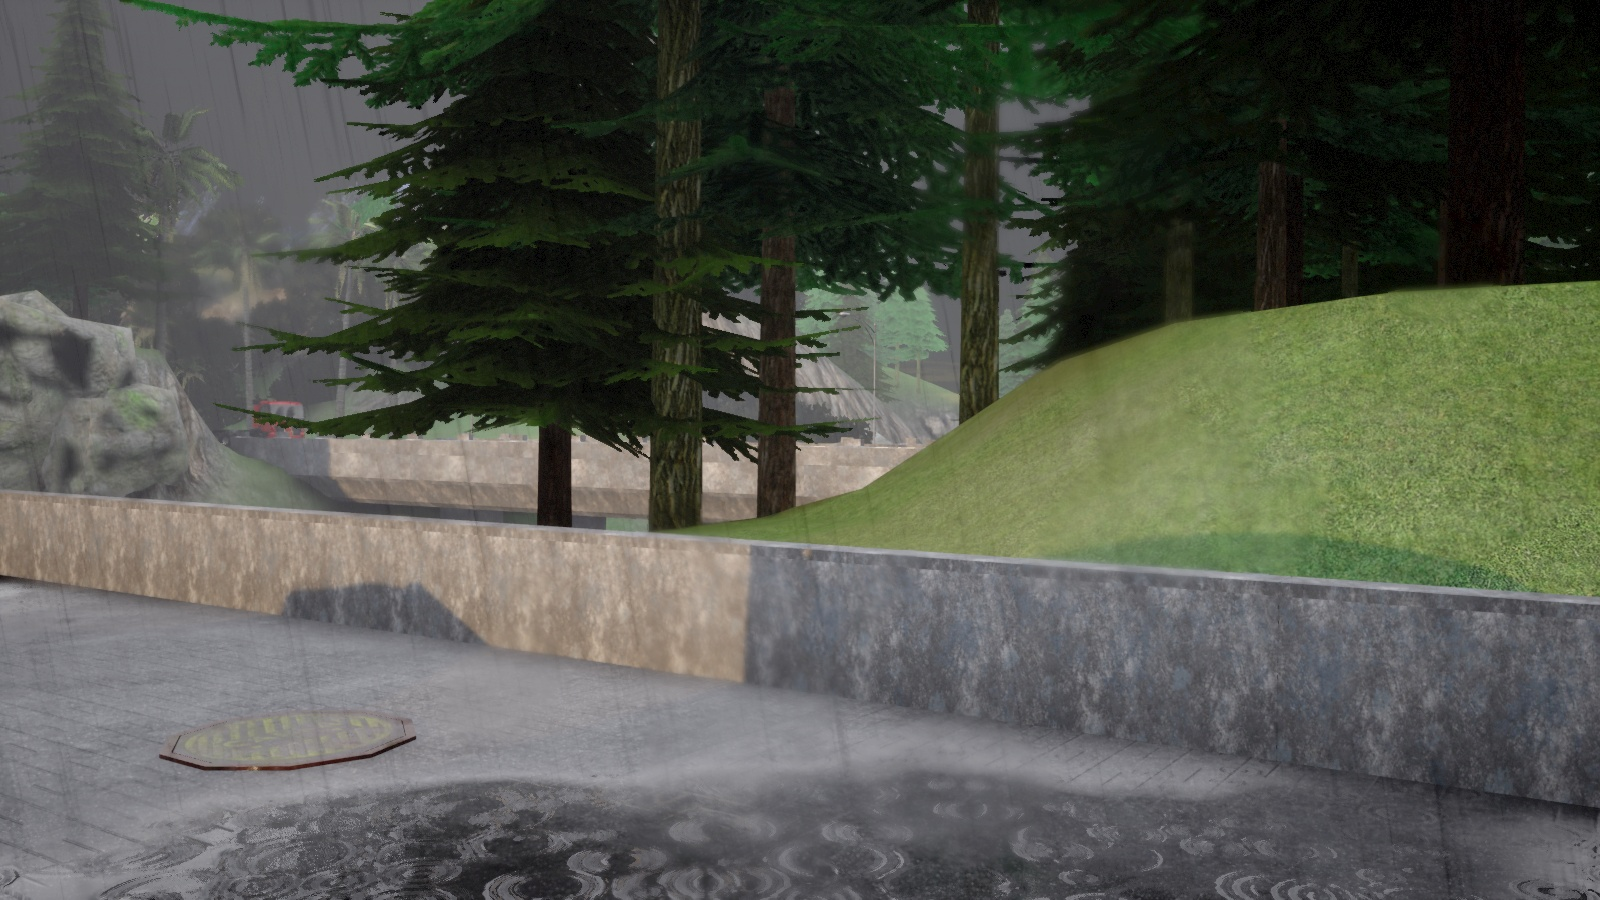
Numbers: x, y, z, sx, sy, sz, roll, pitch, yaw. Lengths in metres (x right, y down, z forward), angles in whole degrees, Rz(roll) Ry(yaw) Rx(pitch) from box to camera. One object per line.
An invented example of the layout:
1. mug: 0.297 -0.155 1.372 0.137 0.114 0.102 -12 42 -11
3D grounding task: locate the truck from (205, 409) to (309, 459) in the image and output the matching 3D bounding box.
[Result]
1. truck: -38.630 -1.119 89.235 7.936 3.462 2.891 0 1 34
